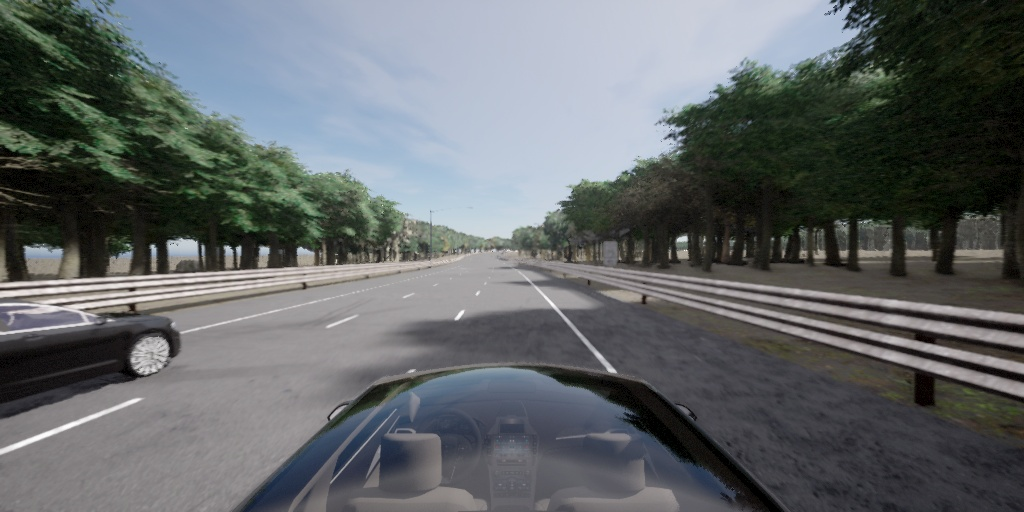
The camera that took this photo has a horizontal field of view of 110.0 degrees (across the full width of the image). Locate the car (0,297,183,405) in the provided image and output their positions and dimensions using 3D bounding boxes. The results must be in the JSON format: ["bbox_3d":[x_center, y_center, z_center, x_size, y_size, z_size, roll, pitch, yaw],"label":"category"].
[{"bbox_3d":[-6.912,1.263,4.495,2.128,1.511,4.902,0,0,0],"label":"car"}]
